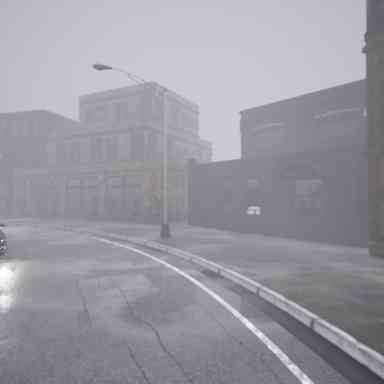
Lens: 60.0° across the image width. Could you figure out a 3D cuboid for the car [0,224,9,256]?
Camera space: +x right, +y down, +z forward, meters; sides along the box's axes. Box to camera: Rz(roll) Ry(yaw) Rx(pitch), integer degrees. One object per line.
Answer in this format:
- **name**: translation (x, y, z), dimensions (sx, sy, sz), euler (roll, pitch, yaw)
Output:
- **car**: translation (-8.255, 1.524, 12.387), dimensions (1.837, 1.490, 4.892), euler (3, -2, -40)
